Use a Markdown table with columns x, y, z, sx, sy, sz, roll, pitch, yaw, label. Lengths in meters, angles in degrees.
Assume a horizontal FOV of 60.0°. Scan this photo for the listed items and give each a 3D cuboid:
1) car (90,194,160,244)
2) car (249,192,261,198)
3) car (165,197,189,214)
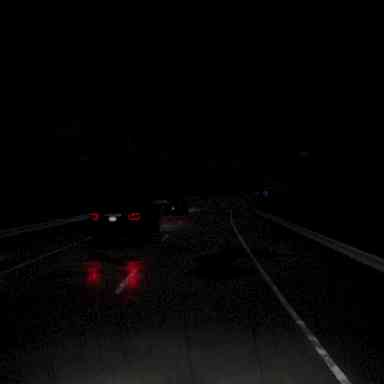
| x | y | z | sx | sy | sz | roll | pitch | yaw | label |
| --- | --- | --- | --- | --- | --- | --- | --- | --- | --- |
| -2.880 | 1.108 | 15.370 | 2.150 | 2.045 | 5.566 | 0 | 0 | 3 | car |
| 16.789 | 0.844 | 90.873 | 1.882 | 1.535 | 5.008 | 0 | 0 | 19 | car |
| -1.391 | 1.260 | 32.083 | 2.128 | 1.511 | 4.902 | 0 | 0 | 7 | car |
